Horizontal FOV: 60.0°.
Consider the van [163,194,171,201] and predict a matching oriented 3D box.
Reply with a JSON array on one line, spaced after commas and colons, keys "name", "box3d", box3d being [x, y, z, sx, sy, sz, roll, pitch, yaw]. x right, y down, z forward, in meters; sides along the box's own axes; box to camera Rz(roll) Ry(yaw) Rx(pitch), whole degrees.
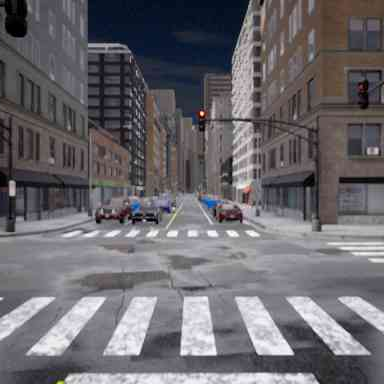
[{"name": "van", "box3d": [-5.981, 1.324, 80.095, 1.690, 1.788, 3.998, 0, 0, 0]}]

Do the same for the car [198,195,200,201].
[{"name": "car", "box3d": [2.610, 1.566, 63.624, 1.802, 1.307, 4.206, 0, 0, 0]}]

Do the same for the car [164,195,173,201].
[{"name": "car", "box3d": [-6.002, 1.549, 85.596, 1.947, 1.339, 4.313, 0, 0, 0]}]

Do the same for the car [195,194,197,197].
[{"name": "car", "box3d": [2.545, 1.298, 80.128, 2.192, 1.841, 5.009, 0, 0, 0]}]

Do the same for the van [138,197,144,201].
[{"name": "van", "box3d": [-5.788, 1.332, 30.583, 1.690, 1.788, 3.998, 0, 0, 0]}]

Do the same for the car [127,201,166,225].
[{"name": "car", "box3d": [-3.192, 1.593, 24.355, 1.895, 1.301, 4.718, 0, 0, 0]}]

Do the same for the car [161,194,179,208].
[{"name": "car", "box3d": [-3.273, 1.487, 49.101, 1.837, 1.490, 4.892, 0, 2, 0]}]

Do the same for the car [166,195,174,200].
[{"name": "car", "box3d": [-6.023, 1.565, 91.098, 1.802, 1.307, 4.206, 0, 0, 0]}]

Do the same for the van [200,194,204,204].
[{"name": "van", "box3d": [2.652, 1.328, 52.622, 1.690, 1.788, 3.998, 0, 0, 0]}]

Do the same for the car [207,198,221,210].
[{"name": "car", "box3d": [2.738, 1.557, 30.616, 1.947, 1.339, 4.313, 0, 0, 0]}]

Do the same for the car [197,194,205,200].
[{"name": "car", "box3d": [2.502, 1.423, 91.131, 1.967, 1.590, 4.097, 0, 0, 0]}]

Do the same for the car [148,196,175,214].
[{"name": "car", "box3d": [-3.229, 1.468, 35.801, 1.882, 1.535, 5.008, 0, 0, 0]}]

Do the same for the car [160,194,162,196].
[{"name": "car", "box3d": [-5.873, 1.427, 52.589, 1.967, 1.590, 4.097, 0, 0, 0]}]

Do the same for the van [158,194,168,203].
[{"name": "van", "box3d": [-5.938, 1.324, 69.093, 1.690, 1.788, 3.998, 0, 0, 0]}]

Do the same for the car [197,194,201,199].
[{"name": "car", "box3d": [2.567, 1.565, 74.626, 1.802, 1.307, 4.206, 0, 0, 0]}]

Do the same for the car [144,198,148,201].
[{"name": "car", "box3d": [-5.831, 1.429, 41.586, 1.967, 1.590, 4.097, 0, 0, 0]}]

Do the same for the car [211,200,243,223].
[{"name": "car", "box3d": [2.759, 1.537, 25.115, 1.887, 1.381, 4.507, 0, 0, 0]}]

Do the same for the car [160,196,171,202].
[{"name": "car", "box3d": [-5.959, 1.534, 74.593, 2.008, 1.369, 4.403, 0, 0, 0]}]

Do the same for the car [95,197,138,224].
[{"name": "car", "box3d": [-5.767, 1.307, 25.082, 2.192, 1.841, 5.009, 0, 0, 0]}]

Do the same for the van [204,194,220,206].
[{"name": "van", "box3d": [2.695, 1.330, 41.619, 1.690, 1.788, 3.998, 0, 0, 0]}]
